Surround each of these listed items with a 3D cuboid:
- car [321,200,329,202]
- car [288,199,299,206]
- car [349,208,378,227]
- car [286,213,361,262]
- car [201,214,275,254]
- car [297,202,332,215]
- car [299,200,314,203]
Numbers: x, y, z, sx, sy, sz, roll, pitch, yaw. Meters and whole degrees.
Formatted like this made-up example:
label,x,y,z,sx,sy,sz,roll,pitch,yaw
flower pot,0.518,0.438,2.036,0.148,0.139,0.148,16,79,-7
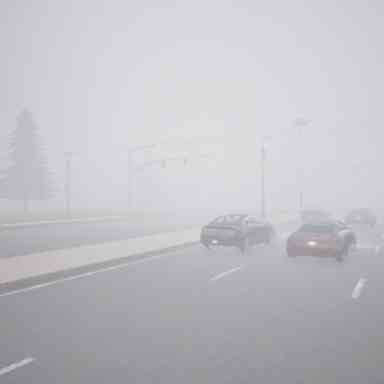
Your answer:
label,x,y,z,sx,sy,sz,roll,pitch,yaw
car,30.996,2.603,77.774,1.837,1.490,4.892,-1,-1,32
car,25.073,2.564,81.508,2.097,1.767,4.553,-1,-1,32
car,13.291,1.917,26.033,1.994,1.385,4.181,-1,-1,32
car,5.204,1.755,13.108,1.994,1.385,4.181,-1,-1,33
car,2.210,1.735,14.925,2.128,1.511,4.902,-1,-1,33
car,10.815,1.892,28.679,1.882,1.535,5.008,-1,-1,32
car,28.040,2.681,79.647,2.128,1.511,4.902,-1,-1,32
